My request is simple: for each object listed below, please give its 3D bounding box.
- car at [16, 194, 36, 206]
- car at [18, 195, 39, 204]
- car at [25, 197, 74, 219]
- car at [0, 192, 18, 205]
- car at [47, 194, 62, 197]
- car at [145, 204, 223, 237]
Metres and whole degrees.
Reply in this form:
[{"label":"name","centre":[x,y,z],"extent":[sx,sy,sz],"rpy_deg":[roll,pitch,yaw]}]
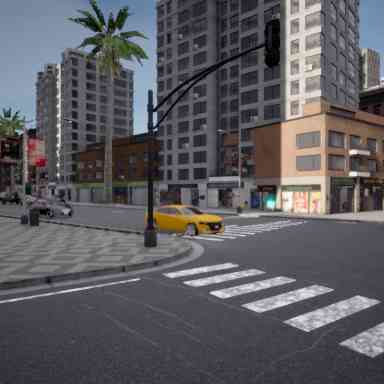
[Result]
[{"label":"car","centre":[-23.145,1.361,47.837],"extent":[4.674,1.442,1.812],"rpy_deg":[0,0,45]},{"label":"car","centre":[-28.193,1.270,57.321],"extent":[1.837,1.490,4.892],"rpy_deg":[0,0,-44]},{"label":"car","centre":[-12.037,1.430,28.608],"extent":[4.902,1.511,2.128],"rpy_deg":[0,0,41]},{"label":"car","centre":[-30.234,0.991,54.759],"extent":[2.150,2.045,5.566],"rpy_deg":[0,0,-44]},{"label":"car","centre":[-21.153,1.184,50.435],"extent":[4.553,1.767,2.097],"rpy_deg":[0,0,45]},{"label":"car","centre":[-0.527,1.476,18.416],"extent":[5.008,1.535,1.882],"rpy_deg":[0,0,45]}]
